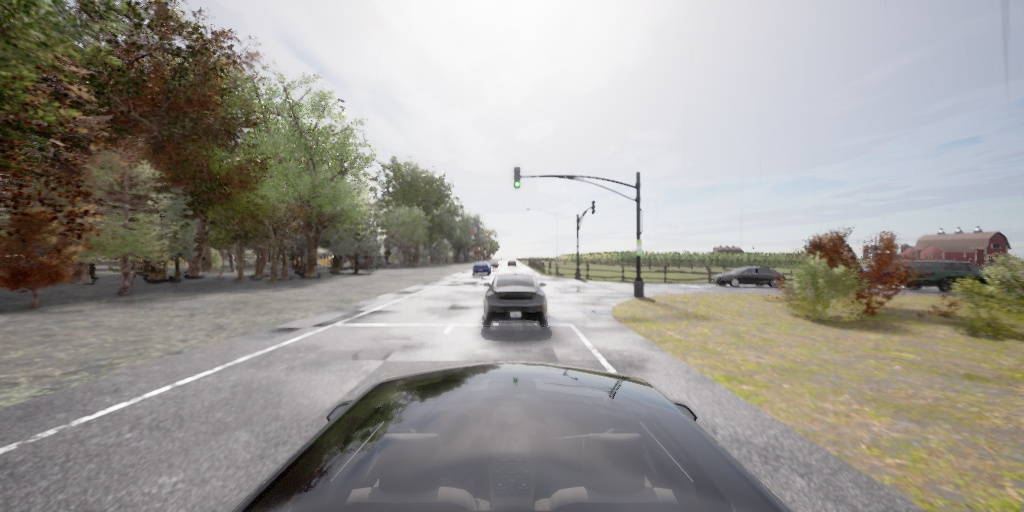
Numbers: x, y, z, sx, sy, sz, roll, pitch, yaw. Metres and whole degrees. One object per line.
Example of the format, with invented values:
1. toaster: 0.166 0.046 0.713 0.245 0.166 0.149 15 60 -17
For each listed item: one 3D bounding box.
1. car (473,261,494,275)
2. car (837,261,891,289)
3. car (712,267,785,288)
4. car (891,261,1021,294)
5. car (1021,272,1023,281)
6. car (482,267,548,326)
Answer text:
1. car: -3.405 1.367 41.541 1.882 1.535 5.008 0 0 0
2. car: 27.876 1.419 27.311 5.566 2.045 2.150 1 -1 0
3. car: 17.985 1.595 27.371 4.892 1.490 1.837 1 -1 1
4. car: 29.022 1.353 23.585 5.566 2.045 2.150 1 -1 0
5. car: 37.980 1.872 27.238 4.181 1.385 1.994 1 -1 1
6. car: 0.098 1.293 11.831 1.837 1.490 4.892 0 0 0
